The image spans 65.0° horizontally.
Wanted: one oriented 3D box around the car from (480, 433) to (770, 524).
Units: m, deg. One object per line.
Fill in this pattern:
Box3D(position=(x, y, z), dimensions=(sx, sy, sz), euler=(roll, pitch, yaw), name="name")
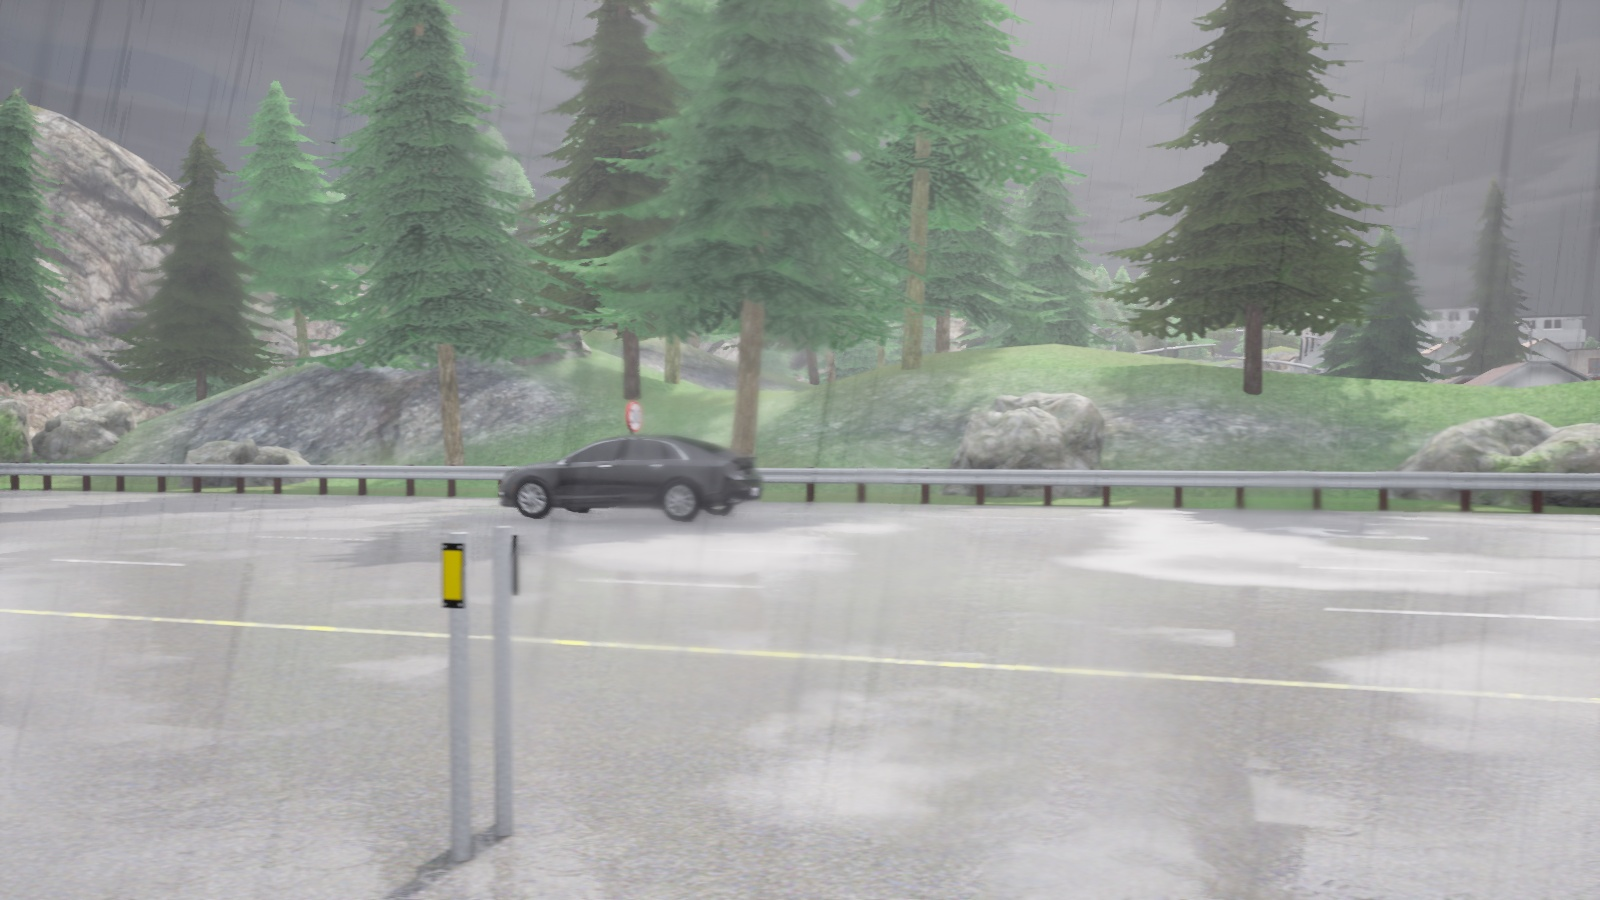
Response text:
Box3D(position=(-3.155, 0.456, 22.719), dimensions=(4.892, 1.490, 1.837), euler=(1, 1, 19), name="car")
